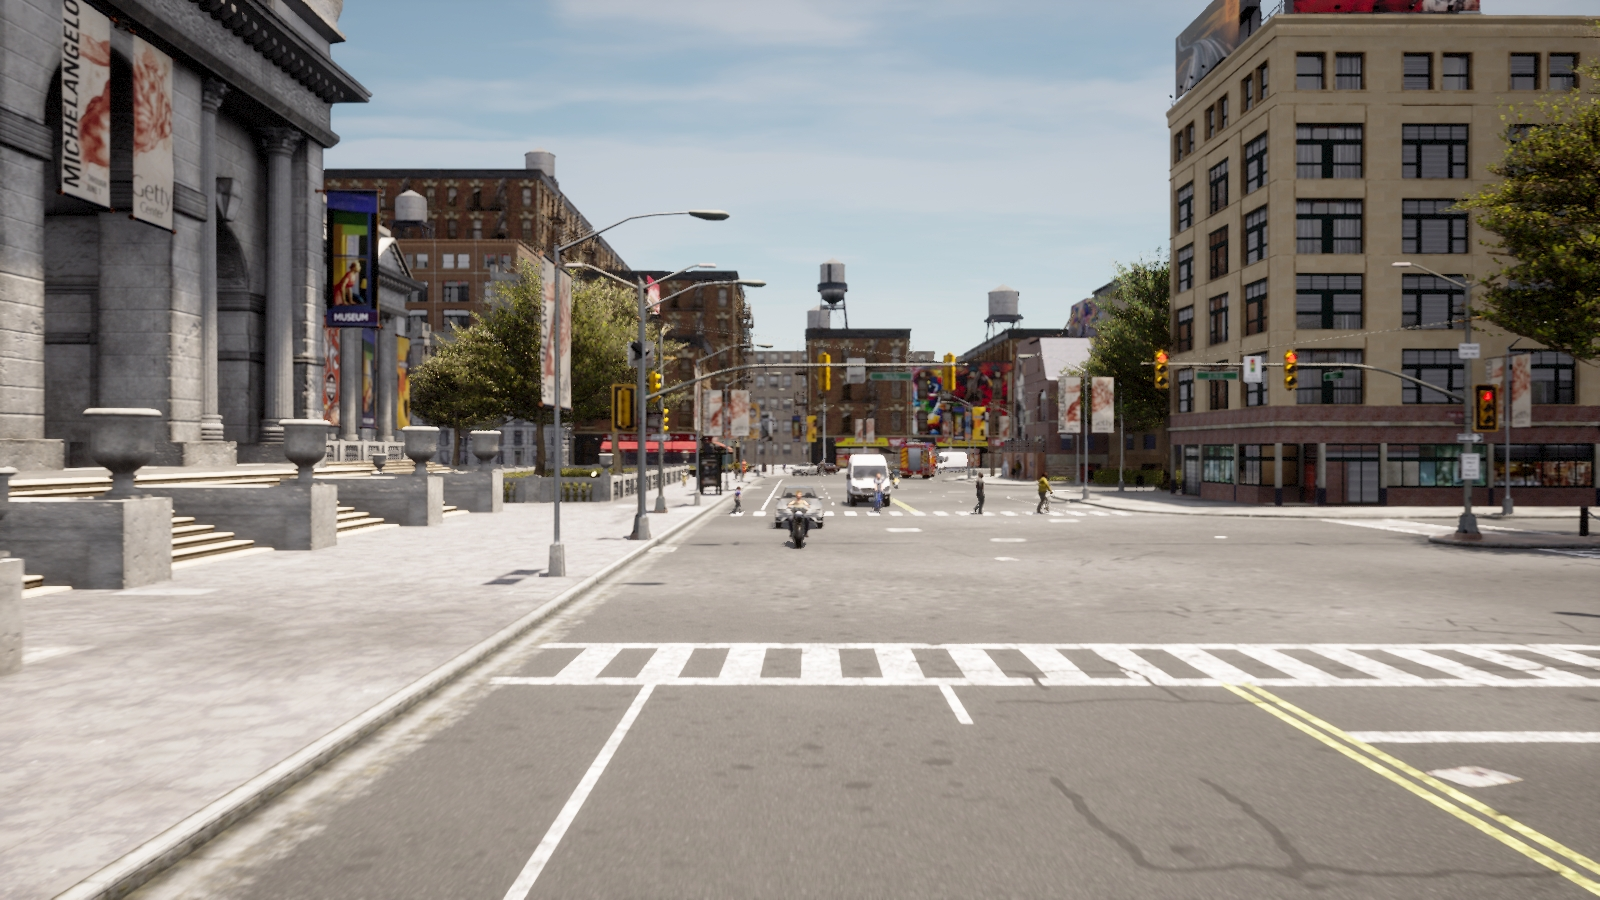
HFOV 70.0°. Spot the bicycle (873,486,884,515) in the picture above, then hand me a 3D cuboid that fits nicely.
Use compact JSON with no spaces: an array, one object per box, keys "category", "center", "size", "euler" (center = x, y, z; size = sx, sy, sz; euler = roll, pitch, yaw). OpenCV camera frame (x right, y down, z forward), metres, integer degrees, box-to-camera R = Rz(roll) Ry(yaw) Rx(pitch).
[{"category":"bicycle","center":[3.474,2.206,50.348],"size":[0.373,1.196,1.643],"euler":[0,0,0]}]

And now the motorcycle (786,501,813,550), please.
[{"category":"motorcycle","center":[-0.022,2.170,33.255],"size":[0.764,1.277,2.356],"euler":[0,0,0]}]

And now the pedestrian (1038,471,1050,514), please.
[{"category":"pedestrian","center":[10.600,1.848,49.681],"size":[0.375,1.860,0.375],"euler":[0,0,-11]}]

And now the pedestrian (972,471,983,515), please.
[{"category":"pedestrian","center":[7.683,1.848,49.421],"size":[0.375,1.860,0.375],"euler":[0,0,-7]}]

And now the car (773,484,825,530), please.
[{"category":"car","center":[-0.027,2.065,42.054],"size":[1.816,1.474,4.193],"euler":[0,0,0]}]

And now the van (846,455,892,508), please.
[{"category":"van","center":[3.488,1.535,58.438],"size":[1.988,2.561,5.915],"euler":[0,0,0]}]

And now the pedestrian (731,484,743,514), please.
[{"category":"pedestrian","center":[-2.751,2.129,49.841],"size":[0.375,1.300,0.375],"euler":[0,0,-26]}]
